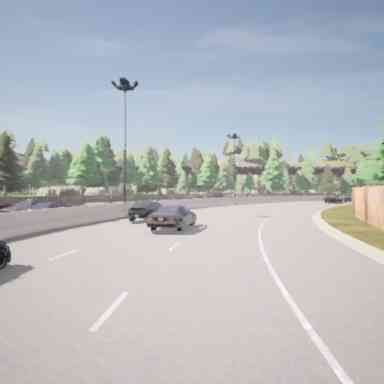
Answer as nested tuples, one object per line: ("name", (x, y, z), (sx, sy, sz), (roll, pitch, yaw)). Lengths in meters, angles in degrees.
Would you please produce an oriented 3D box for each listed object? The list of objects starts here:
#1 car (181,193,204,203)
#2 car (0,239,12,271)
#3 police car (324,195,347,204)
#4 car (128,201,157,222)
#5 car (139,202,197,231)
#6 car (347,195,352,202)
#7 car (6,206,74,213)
("car", (0.145, 1.165, 64.635), (2.097, 1.767, 4.553), (0, 0, 36))
("car", (-6.418, 1.529, 8.133), (1.994, 1.385, 4.181), (0, 0, 5))
("police car", (26.112, 1.293, 61.363), (1.930, 1.638, 5.238), (0, 0, 44))
("car", (-3.249, 1.425, 25.587), (1.837, 1.490, 4.892), (0, 0, 15))
("car", (-1.105, 1.487, 20.056), (2.033, 1.411, 5.357), (0, 0, 13))
("car", (32.399, 1.367, 67.191), (4.892, 1.490, 1.837), (0, 0, -40))
("car", (-10.880, 1.455, 25.053), (2.033, 1.411, 5.357), (0, 0, 14))
